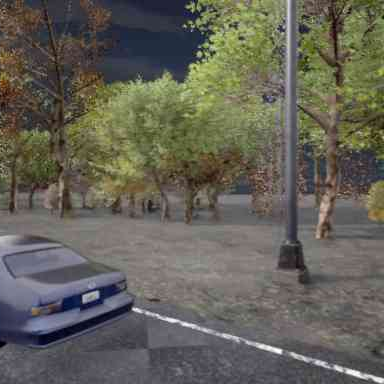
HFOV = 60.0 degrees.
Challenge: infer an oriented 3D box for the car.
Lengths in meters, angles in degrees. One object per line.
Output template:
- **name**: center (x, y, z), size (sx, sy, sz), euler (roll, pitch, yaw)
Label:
- **car**: center (-3.485, 1.534, 6.174), size (5.357, 1.411, 2.033), euler (0, 0, 35)
